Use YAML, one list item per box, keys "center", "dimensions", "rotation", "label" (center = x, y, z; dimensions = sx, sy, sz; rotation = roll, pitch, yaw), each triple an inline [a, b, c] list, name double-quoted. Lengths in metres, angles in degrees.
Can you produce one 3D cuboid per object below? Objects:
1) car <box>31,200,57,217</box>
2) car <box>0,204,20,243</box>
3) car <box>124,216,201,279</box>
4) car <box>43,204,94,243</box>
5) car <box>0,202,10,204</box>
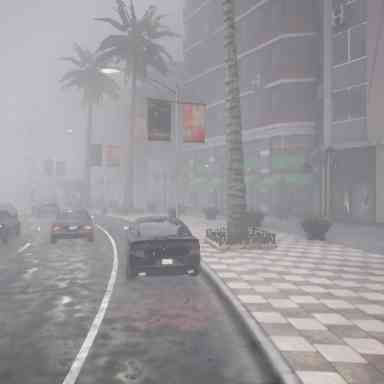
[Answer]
- center: [-13.654, 1.481, 30.944]
  dimensions: [2.128, 1.511, 4.902]
  rotation: [0, 0, -34]
  label: "car"
- center: [-9.268, 1.518, 15.458]
  dimensions: [1.812, 1.442, 4.674]
  rotation: [0, 0, -20]
  label: "car"
- center: [-1.059, 1.476, 10.199]
  dimensions: [1.882, 1.535, 5.008]
  rotation: [0, 0, -11]
  label: "car"
- center: [-5.807, 1.543, 16.216]
  dimensions: [2.033, 1.411, 5.357]
  rotation: [0, 0, -19]
  label: "car"
- center: [-16.540, 1.550, 28.965]
  dimensions: [1.994, 1.385, 4.181]
  rotation: [0, 0, -34]
  label: "car"
